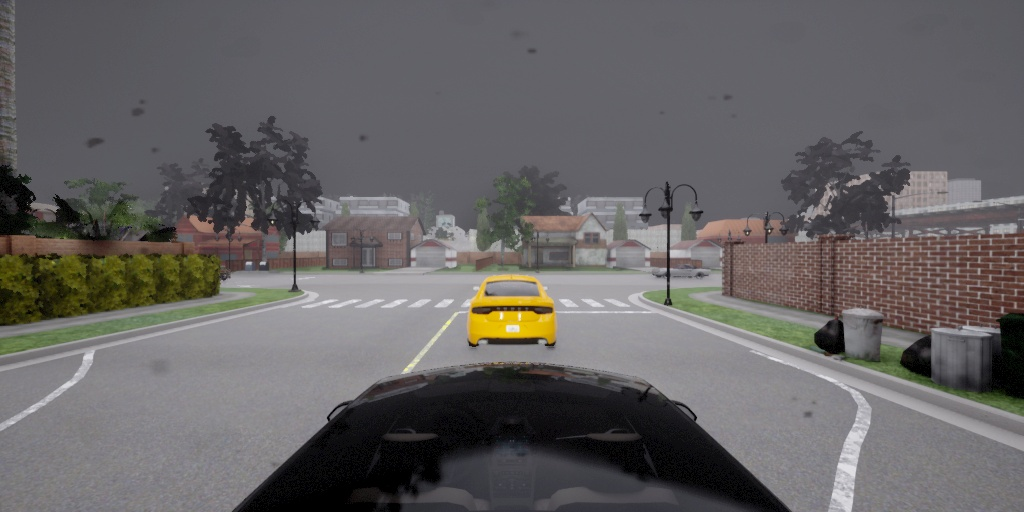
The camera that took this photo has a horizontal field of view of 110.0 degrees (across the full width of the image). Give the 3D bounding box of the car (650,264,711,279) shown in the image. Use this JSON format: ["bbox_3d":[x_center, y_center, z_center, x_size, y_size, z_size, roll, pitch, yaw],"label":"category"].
[{"bbox_3d":[15.044,1.372,32.183,4.718,1.301,1.895,0,0,-1],"label":"car"}]

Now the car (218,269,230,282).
[{"bbox_3d":[-24.686,1.273,27.715,5.008,1.535,1.882,0,0,-1],"label":"car"}]

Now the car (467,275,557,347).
[{"bbox_3d":[-0.031,1.227,9.341,1.882,1.535,5.008,0,0,-1],"label":"car"}]
